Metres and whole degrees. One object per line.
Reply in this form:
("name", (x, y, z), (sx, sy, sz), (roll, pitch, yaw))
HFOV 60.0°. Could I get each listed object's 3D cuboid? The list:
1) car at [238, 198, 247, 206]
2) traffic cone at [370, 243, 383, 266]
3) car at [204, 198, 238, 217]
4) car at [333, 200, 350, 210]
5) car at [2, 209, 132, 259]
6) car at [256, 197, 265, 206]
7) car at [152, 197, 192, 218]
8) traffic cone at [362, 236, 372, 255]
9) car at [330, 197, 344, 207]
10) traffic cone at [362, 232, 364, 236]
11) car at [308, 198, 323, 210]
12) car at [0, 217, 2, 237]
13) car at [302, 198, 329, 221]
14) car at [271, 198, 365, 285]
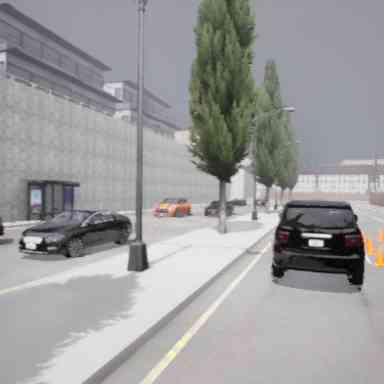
("car", (7.536, 1.592, 53.772), (1.895, 1.301, 4.718), (1, 0, 21))
("traffic cone", (5.953, 2.016, 10.542), (0.340, 0.580, 0.340), (1, 0, 20))
("car", (2.535, 1.475, 30.402), (1.837, 1.490, 4.892), (1, 0, 20))
("car", (20.944, 1.793, 46.719), (1.895, 1.301, 4.718), (1, 0, 20))
("car", (-4.098, 1.408, 12.499), (2.128, 1.511, 4.902), (1, 0, 20))
("car", (11.246, 1.535, 53.676), (2.128, 1.511, 4.902), (1, 0, 21))
("car", (-1.680, 1.267, 29.094), (2.097, 1.767, 4.553), (1, 0, 20))
("traffic cone", (6.648, 2.021, 12.418), (0.340, 0.580, 0.340), (1, 0, 20))
("car", (24.445, 1.698, 56.168), (1.882, 1.535, 5.008), (1, 0, 20))
("traffic cone", (7.342, 2.027, 14.293), (0.340, 0.580, 0.340), (1, 0, 20))
("car", (17.090, 1.617, 46.099), (1.882, 1.535, 5.008), (1, 0, 20))
("car", (-9.512, 1.357, 12.286), (1.812, 1.442, 4.674), (1, 0, 40))
("car", (10.874, 1.440, 29.313), (2.097, 1.767, 4.553), (1, 0, 20))
("car", (3.731, 1.252, 10.021), (2.150, 2.045, 5.566), (1, 0, 20))
